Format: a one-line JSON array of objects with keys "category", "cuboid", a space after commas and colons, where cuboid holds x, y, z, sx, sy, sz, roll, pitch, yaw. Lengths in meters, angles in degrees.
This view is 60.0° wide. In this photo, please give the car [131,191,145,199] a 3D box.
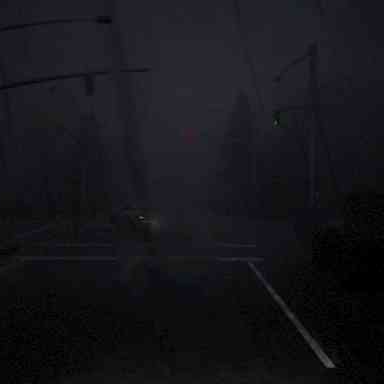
[{"category": "car", "cuboid": [-11.575, 0.834, 67.110, 1.812, 1.442, 4.674, 0, 1, -32]}]

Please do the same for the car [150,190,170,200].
[{"category": "car", "cuboid": [-4.977, 0.686, 49.388, 2.150, 2.045, 5.566, 0, 1, -12]}]

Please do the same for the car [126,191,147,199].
[{"category": "car", "cuboid": [-12.426, 0.634, 73.773, 5.008, 1.535, 1.882, 1, 1, 42]}]

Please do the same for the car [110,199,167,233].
[{"category": "car", "cuboid": [-2.976, 1.325, 18.373, 1.812, 1.442, 4.674, 0, 0, -30]}]

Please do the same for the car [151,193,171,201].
[{"category": "car", "cuboid": [-5.976, 0.856, 63.862, 2.033, 1.411, 5.357, 0, 1, -25]}]
